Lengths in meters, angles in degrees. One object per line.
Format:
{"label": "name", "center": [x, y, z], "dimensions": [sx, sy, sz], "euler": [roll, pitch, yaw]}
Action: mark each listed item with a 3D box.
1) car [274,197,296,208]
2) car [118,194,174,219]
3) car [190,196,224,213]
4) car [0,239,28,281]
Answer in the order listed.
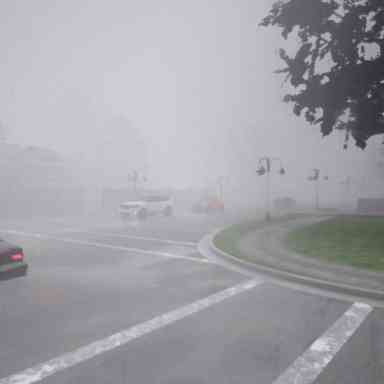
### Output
{"label": "car", "center": [13.197, 1.432, 47.171], "dimensions": [1.882, 1.535, 5.008], "euler": [0, 0, 34]}
{"label": "car", "center": [-3.786, 1.166, 28.577], "dimensions": [2.150, 2.045, 5.566], "euler": [0, 0, 34]}
{"label": "car", "center": [1.674, 1.296, 36.639], "dimensions": [2.097, 1.767, 4.553], "euler": [0, 0, 34]}
{"label": "car", "center": [-6.344, 1.516, 8.511], "dimensions": [5.357, 1.411, 2.033], "euler": [0, 0, 36]}
